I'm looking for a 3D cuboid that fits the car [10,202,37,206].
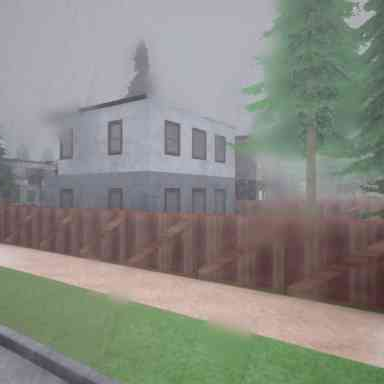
[{"bbox_3d":[-15.332,1.581,29.320,1.895,1.301,4.718,0,0,28],"label":"car"}]
